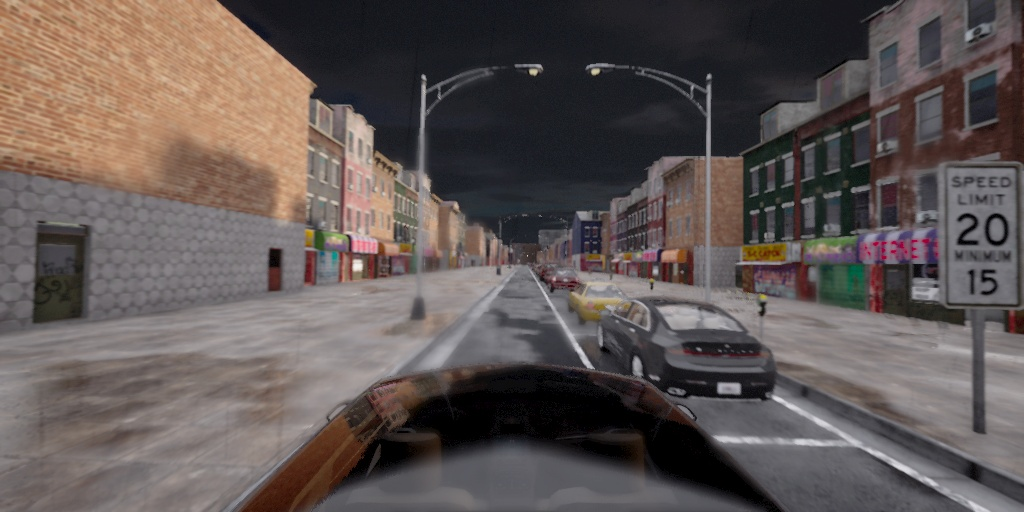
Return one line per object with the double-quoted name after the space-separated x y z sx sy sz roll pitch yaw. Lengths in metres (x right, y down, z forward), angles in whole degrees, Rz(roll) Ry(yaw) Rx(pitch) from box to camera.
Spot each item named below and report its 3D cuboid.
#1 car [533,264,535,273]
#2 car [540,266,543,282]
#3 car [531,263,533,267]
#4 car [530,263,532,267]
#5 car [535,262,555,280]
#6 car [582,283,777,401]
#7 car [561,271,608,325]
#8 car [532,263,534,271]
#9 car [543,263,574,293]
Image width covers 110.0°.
4.063 1.952 46.222 1.802 1.307 4.207 0 0 2 "car"
3.479 1.717 29.211 1.802 1.307 4.207 0 0 2 "car"
4.458 2.061 57.733 1.751 1.417 4.829 0 0 2 "car"
4.646 2.165 63.234 1.888 1.381 4.507 0 0 2 "car"
3.673 1.526 34.881 2.192 1.841 5.009 0 0 2 "car"
2.700 1.400 6.529 2.007 1.370 4.403 0 0 2 "car"
2.900 1.443 12.370 1.751 1.417 4.829 0 0 2 "car"
4.257 2.034 51.893 1.802 1.307 4.207 0 0 2 "car"
3.284 1.500 23.541 1.967 1.591 4.097 0 0 2 "car"
